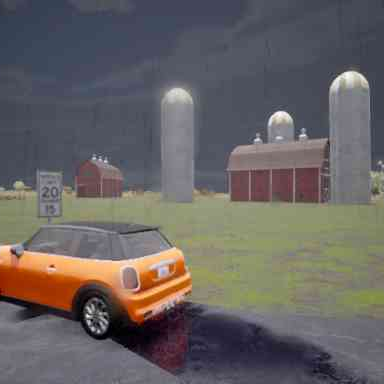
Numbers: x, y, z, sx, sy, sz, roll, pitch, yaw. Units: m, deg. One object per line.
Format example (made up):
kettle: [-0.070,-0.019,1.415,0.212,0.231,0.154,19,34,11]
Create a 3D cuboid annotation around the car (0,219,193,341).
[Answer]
car: [-2.322,1.357,6.692,4.553,1.767,2.097,0,0,30]
